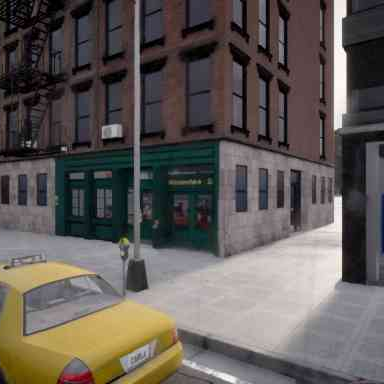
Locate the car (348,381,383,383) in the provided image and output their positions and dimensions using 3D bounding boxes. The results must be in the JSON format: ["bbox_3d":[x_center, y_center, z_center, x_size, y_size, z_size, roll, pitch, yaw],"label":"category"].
[{"bbox_3d":[2.381,1.582,1.109,4.206,1.307,1.802,0,0,35],"label":"car"}]

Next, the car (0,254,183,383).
[{"bbox_3d":[-2.384,1.525,4.507,4.829,1.417,1.752,0,0,35],"label":"car"}]
